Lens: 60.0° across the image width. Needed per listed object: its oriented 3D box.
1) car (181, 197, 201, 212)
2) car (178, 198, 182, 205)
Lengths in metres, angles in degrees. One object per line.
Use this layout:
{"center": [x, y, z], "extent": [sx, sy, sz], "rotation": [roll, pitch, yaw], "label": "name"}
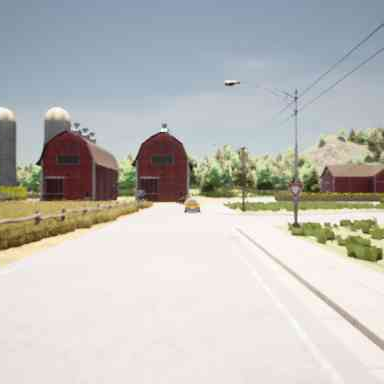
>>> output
{"center": [0.059, 1.579, 39.787], "extent": [1.882, 1.535, 5.008], "rotation": [0, 0, 0], "label": "car"}
{"center": [-1.038, 1.629, 58.494], "extent": [2.128, 1.511, 4.902], "rotation": [0, 0, -16], "label": "car"}
